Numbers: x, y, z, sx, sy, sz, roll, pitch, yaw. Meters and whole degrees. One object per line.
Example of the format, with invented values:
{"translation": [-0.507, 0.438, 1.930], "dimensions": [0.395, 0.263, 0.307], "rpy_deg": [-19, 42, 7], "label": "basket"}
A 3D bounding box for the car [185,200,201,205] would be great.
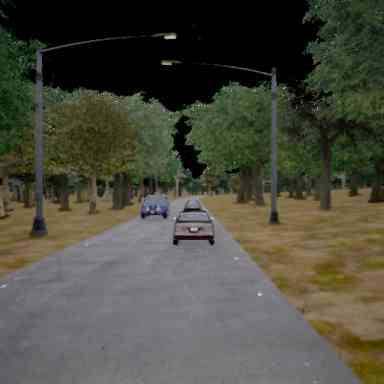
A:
{"translation": [0.106, 1.584, 38.454], "dimensions": [1.994, 1.385, 4.181], "rpy_deg": [0, 0, 0], "label": "car"}

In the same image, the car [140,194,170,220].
{"translation": [-3.089, 1.230, 28.958], "dimensions": [2.150, 2.045, 5.566], "rpy_deg": [0, 0, 0], "label": "car"}

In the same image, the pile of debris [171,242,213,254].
{"translation": [0.003, 2.177, 13.014], "dimensions": [1.500, 0.140, 1.860], "rpy_deg": [0, 0, 0], "label": "pile of debris"}

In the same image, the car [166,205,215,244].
{"translation": [0.084, 1.549, 15.887], "dimensions": [2.033, 1.411, 5.357], "rpy_deg": [0, 0, 0], "label": "car"}
